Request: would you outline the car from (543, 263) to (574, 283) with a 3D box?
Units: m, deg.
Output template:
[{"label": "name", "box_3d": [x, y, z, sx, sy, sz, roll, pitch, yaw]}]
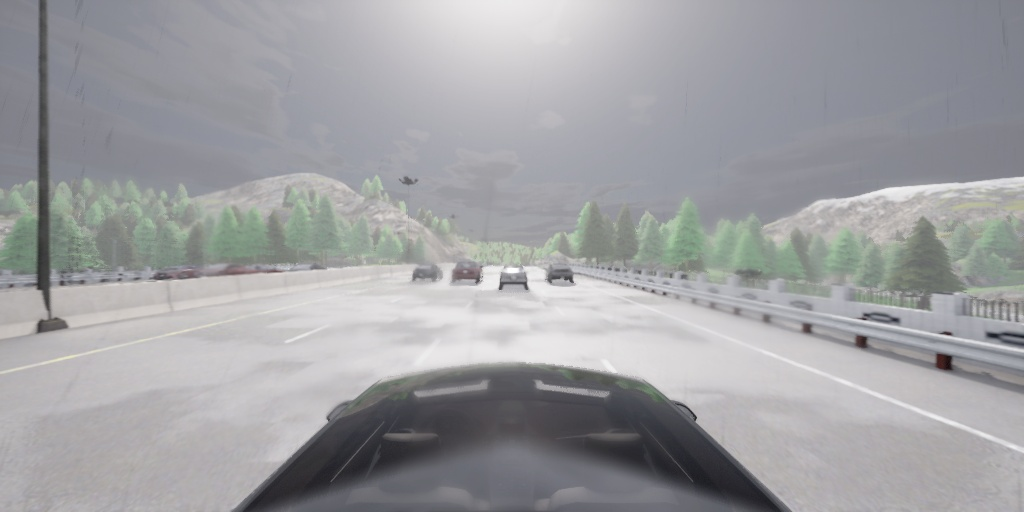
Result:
[{"label": "car", "box_3d": [3.600, 1.310, 27.985, 1.837, 1.490, 4.892, 0, 0, 0]}]

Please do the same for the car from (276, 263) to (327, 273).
[{"label": "car", "box_3d": [-17.580, 1.362, 30.677, 1.812, 1.442, 4.674, 0, -1, 0]}]

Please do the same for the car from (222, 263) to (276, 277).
[{"label": "car", "box_3d": [-21.084, 1.431, 29.803, 1.895, 1.301, 4.718, 0, 0, 0]}]

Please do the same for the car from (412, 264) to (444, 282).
[{"label": "car", "box_3d": [-6.910, 1.348, 29.672, 1.812, 1.442, 4.674, 0, 0, 0]}]

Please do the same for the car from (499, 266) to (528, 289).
[{"label": "car", "box_3d": [0.097, 1.324, 23.381, 2.033, 1.411, 5.357, 0, 0, 0]}]

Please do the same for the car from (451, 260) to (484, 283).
[{"label": "car", "box_3d": [-3.401, 1.161, 28.195, 2.097, 1.767, 4.553, 0, 0, 0]}]

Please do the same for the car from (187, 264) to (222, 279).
[{"label": "car", "box_3d": [-24.576, 1.365, 30.660, 1.812, 1.442, 4.674, 0, -1, 0]}]

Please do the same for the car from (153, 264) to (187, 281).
[{"label": "car", "box_3d": [-28.074, 1.406, 30.773, 1.994, 1.385, 4.181, 0, -1, 0]}]
